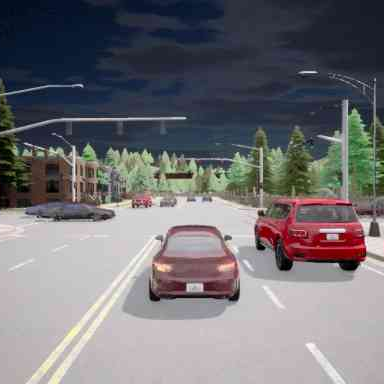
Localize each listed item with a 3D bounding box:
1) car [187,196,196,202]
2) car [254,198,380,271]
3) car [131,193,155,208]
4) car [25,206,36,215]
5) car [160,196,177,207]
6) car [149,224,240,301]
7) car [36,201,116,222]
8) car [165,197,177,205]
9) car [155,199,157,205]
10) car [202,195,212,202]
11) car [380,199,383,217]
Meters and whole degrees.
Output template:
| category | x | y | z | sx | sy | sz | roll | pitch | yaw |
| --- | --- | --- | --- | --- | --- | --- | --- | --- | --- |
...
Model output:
| category | x | y | z | sx | sy | sz | roll | pitch | yaw |
| --- | --- | --- | --- | --- | --- | --- | --- | --- | --- |
| car | -0.152 | 1.553 | 74.575 | 1.994 | 1.385 | 4.181 | 0 | 0 | 0 |
| car | 3.553 | 1.221 | 11.066 | 2.150 | 2.045 | 5.566 | 0 | 0 | 0 |
| car | -7.169 | 1.221 | 47.908 | 2.150 | 2.045 | 5.566 | 0 | 0 | 2 |
| car | -11.757 | 1.547 | 29.500 | 5.357 | 1.411 | 2.033 | 0 | 0 | -7 |
| car | -3.702 | 1.352 | 51.184 | 2.097 | 1.767 | 4.553 | 0 | 0 | 0 |
| car | 0.046 | 1.526 | 8.185 | 1.812 | 1.442 | 4.674 | 0 | 0 | 0 |
| car | -8.689 | 1.548 | 25.623 | 5.357 | 1.411 | 2.033 | 0 | 0 | 0 |
| car | -3.700 | 1.564 | 59.792 | 1.994 | 1.385 | 4.181 | 0 | 0 | 0 |
| car | -7.205 | 1.525 | 57.307 | 1.812 | 1.442 | 4.674 | 0 | 0 | 0 |
| car | 3.356 | 1.355 | 74.348 | 2.097 | 1.767 | 4.553 | 0 | 0 | 0 |
| car | 15.034 | 1.525 | 28.776 | 4.674 | 1.442 | 1.812 | 0 | 0 | 0 |
